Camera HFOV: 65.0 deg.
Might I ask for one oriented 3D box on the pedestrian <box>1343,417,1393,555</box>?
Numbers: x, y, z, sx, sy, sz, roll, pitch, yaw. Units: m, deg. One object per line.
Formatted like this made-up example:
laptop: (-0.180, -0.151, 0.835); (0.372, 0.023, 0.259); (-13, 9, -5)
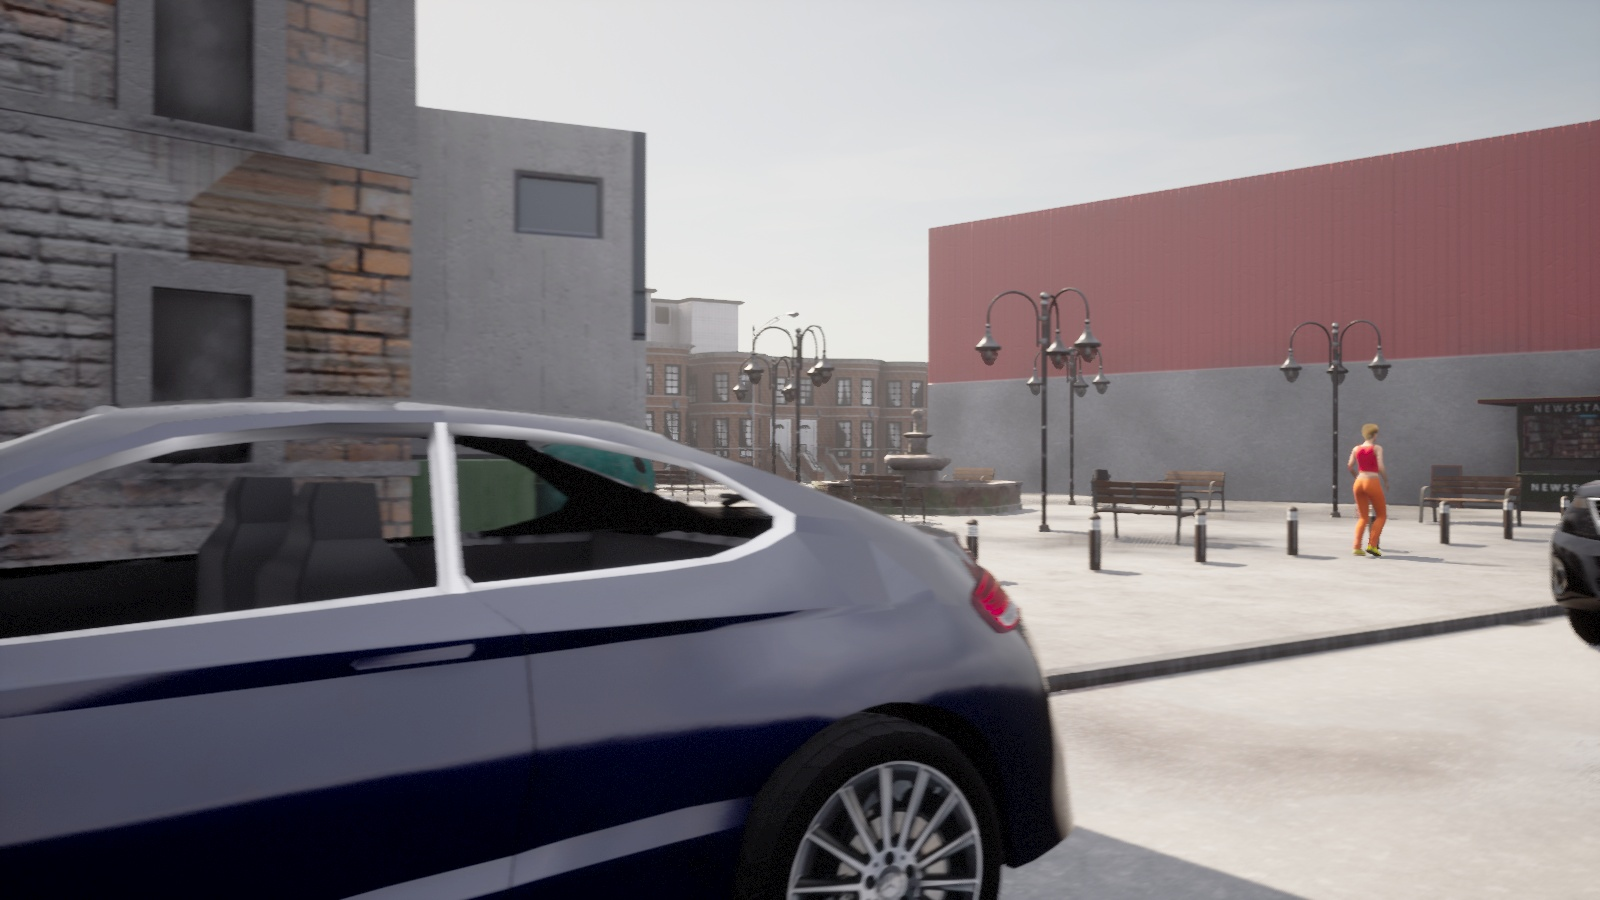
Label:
pedestrian: (7.710, 0.480, 17.042); (0.594, 1.836, 0.345); (0, 0, -32)

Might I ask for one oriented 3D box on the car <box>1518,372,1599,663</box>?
car: (8.205, 0.471, 9.971); (5.566, 2.045, 2.150); (0, 0, -35)

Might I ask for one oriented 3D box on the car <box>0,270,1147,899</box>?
car: (-1.668, 0.535, 3.108); (5.027, 1.651, 2.152); (0, 0, -35)
